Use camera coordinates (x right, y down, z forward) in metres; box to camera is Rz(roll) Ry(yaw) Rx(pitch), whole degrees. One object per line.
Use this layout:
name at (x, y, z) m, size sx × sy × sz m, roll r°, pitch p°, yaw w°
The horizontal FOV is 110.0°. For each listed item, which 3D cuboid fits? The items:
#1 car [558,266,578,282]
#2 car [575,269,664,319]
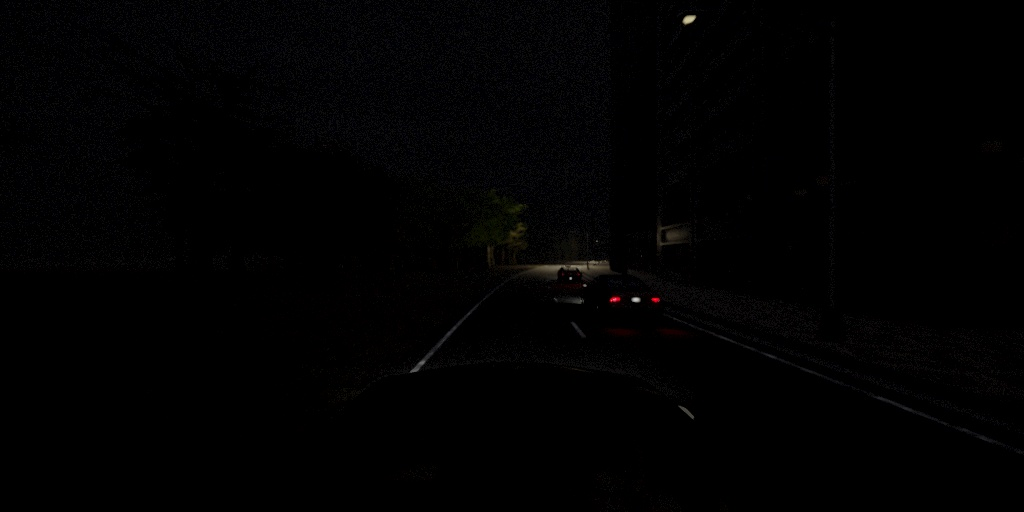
car at (4.981, 1.548, 31.453) m, size 1.895 × 1.301 × 4.718 m, roll 0°, pitch 0°, yaw 5°
car at (3.835, 1.392, 13.336) m, size 2.033 × 1.411 × 5.357 m, roll 0°, pitch 0°, yaw 2°
